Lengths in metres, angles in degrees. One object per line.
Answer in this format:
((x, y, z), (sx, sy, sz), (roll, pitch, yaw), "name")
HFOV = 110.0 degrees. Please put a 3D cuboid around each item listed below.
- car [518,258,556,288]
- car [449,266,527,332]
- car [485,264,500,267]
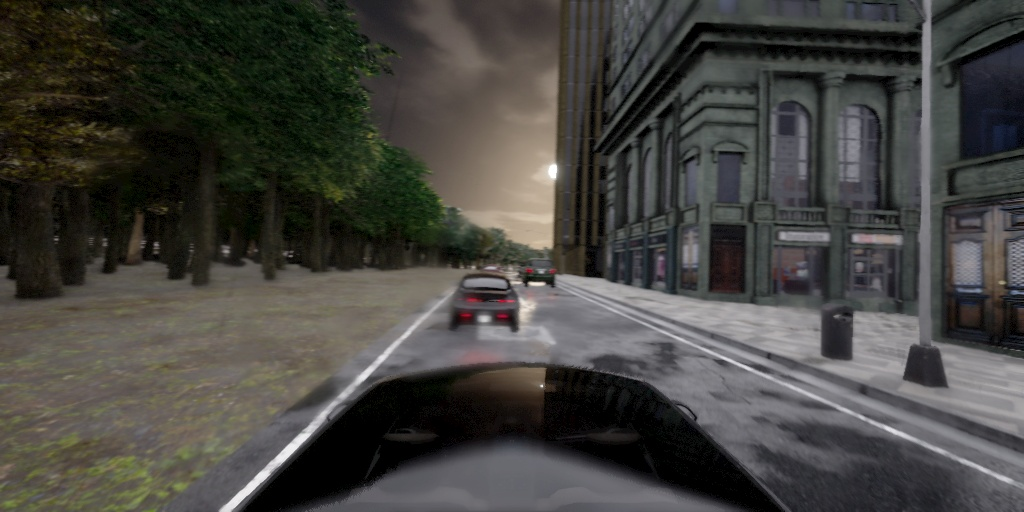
((1.892, 1.198, 26.696), (2.150, 2.045, 5.566), (2, -1, -2), "car")
((-0.799, 1.241, 10.898), (1.837, 1.490, 4.892), (2, 0, -4), "car")
((-1.637, 1.401, 29.110), (1.812, 1.442, 4.674), (2, -1, -2), "car")
